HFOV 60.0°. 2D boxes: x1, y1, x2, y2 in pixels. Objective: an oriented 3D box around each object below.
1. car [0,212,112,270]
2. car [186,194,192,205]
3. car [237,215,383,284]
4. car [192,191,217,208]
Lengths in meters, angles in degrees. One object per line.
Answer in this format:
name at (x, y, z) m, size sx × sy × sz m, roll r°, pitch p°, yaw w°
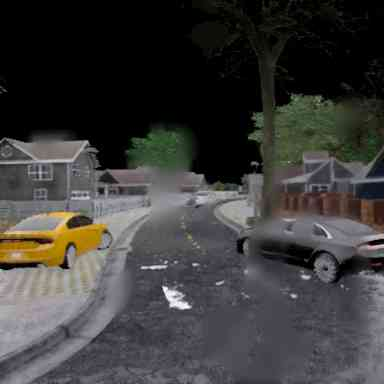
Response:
car at (-4.203, 1.381, 10.693) m, size 1.882 × 1.535 × 5.008 m, roll -1°, pitch 1°, yaw 3°
car at (0.558, 1.075, 50.462) m, size 2.097 × 1.767 × 4.553 m, roll -1°, pitch 0°, yaw 12°
car at (3.237, 1.415, 9.490) m, size 2.128 × 1.511 × 4.902 m, roll -1°, pitch 1°, yaw -29°
car at (1.895, 0.945, 42.945) m, size 2.150 × 2.045 × 5.566 m, roll -2°, pitch 0°, yaw 9°
